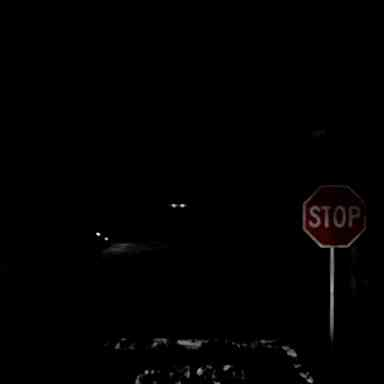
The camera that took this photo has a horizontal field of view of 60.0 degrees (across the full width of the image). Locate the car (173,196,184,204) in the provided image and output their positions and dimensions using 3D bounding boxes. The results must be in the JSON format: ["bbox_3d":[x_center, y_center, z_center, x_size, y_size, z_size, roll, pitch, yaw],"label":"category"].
[{"bbox_3d":[-2.572,1.621,65.601,1.882,1.535,5.008,0,0,0],"label":"car"}]

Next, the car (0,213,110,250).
[{"bbox_3d":[-6.216,1.571,13.766,5.357,1.411,2.033,0,0,0],"label":"car"}]
